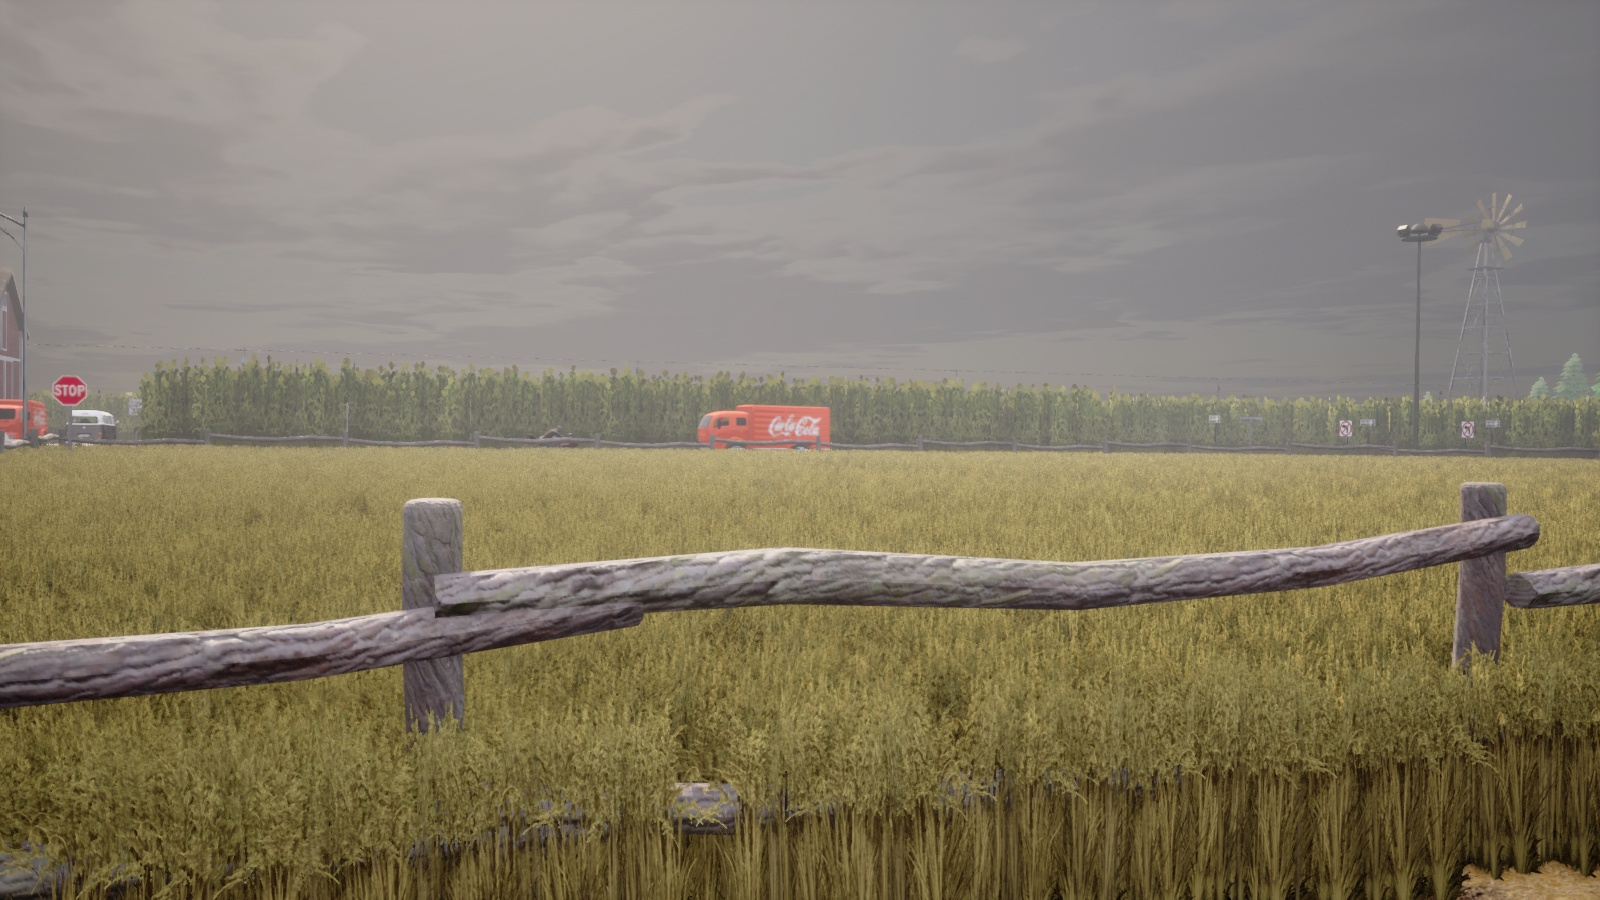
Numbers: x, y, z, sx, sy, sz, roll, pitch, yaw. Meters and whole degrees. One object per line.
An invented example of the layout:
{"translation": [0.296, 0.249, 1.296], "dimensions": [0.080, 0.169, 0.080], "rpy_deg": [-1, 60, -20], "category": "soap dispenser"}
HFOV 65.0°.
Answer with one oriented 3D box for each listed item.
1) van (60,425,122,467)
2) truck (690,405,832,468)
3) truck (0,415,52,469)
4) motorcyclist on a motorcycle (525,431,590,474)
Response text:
{"translation": [-36.047, -0.198, 63.924], "dimensions": [2.069, 2.038, 4.480], "rpy_deg": [-1, 0, -21], "category": "van"}
{"translation": [-1.614, -0.564, 51.389], "dimensions": [5.204, 2.467, 2.627], "rpy_deg": [-1, 1, -20], "category": "truck"}
{"translation": [-38.025, -0.357, 60.382], "dimensions": [2.627, 2.467, 5.204], "rpy_deg": [-1, 0, -21], "category": "truck"}
{"translation": [-8.763, 0.069, 45.416], "dimensions": [2.191, 1.530, 0.866], "rpy_deg": [0, 1, -20], "category": "motorcyclist on a motorcycle"}
